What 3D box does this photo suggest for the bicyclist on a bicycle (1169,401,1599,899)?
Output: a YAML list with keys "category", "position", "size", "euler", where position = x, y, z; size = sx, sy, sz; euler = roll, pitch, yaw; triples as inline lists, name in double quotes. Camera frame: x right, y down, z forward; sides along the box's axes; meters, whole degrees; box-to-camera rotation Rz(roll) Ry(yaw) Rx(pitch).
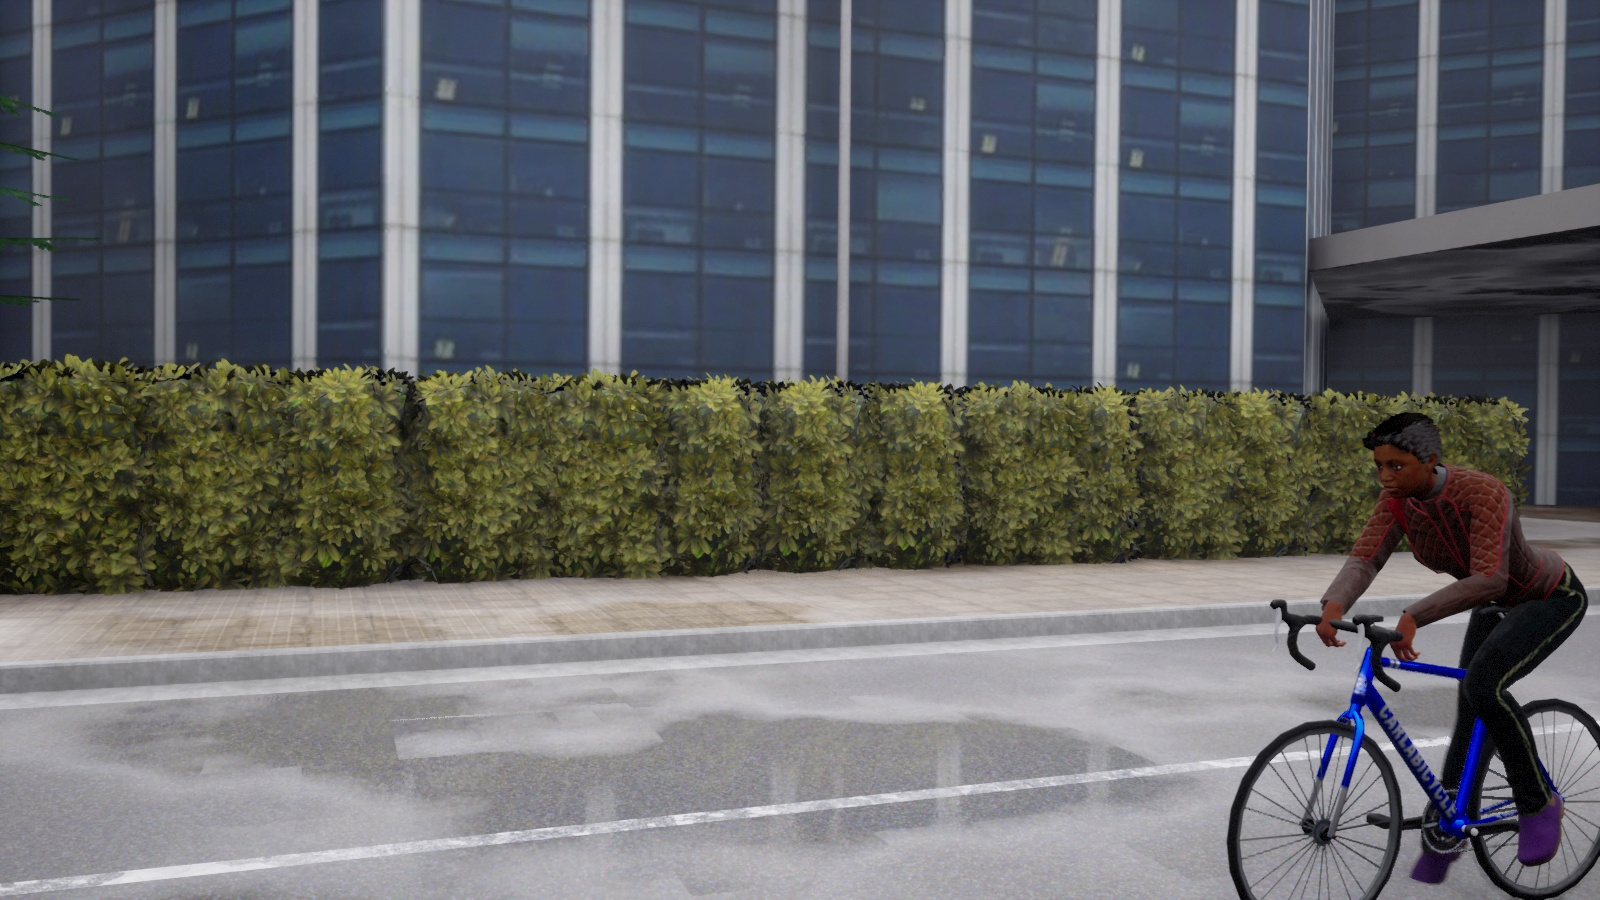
- category: "bicyclist on a bicycle"
  position: [2.060, 0.663, 4.021]
  size: [1.656, 1.620, 0.582]
  euler: [-1, 1, -21]
